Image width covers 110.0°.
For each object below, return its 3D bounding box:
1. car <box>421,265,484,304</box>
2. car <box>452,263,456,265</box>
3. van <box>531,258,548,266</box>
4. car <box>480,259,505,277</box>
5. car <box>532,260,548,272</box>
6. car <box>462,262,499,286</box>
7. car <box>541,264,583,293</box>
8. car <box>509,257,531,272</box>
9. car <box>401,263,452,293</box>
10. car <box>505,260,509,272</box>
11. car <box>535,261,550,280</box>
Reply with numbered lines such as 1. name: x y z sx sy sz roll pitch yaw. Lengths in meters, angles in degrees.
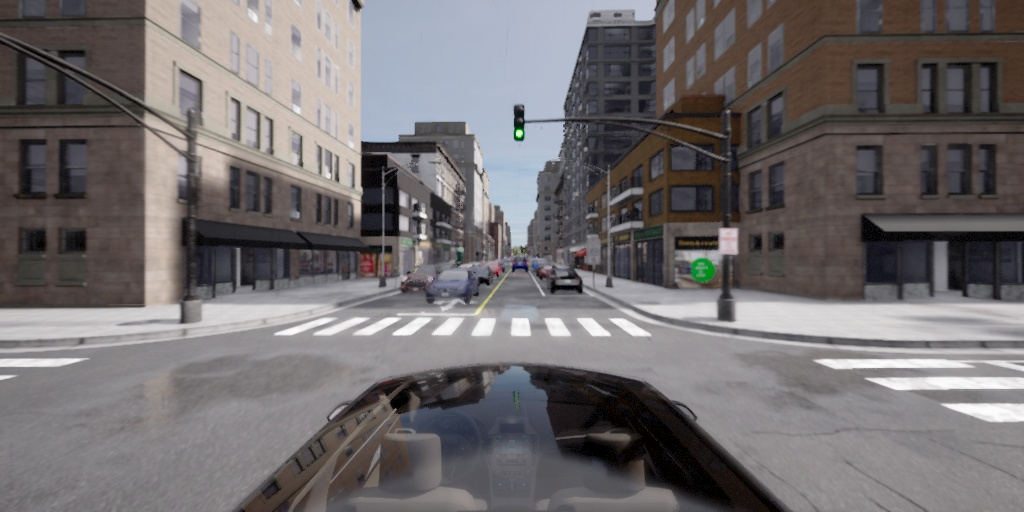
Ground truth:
1. car: -2.630 1.320 16.968 1.812 1.442 4.674 0 0 2
2. car: -4.917 1.260 26.509 1.967 1.591 4.097 0 0 1
3. van: 3.506 1.203 42.842 1.690 1.789 3.998 0 0 1
4. car: -2.095 1.324 36.592 1.882 1.535 5.008 0 0 2
5. car: 3.372 1.411 37.333 1.948 1.339 4.313 0 0 1
6. car: -2.368 1.366 26.644 2.033 1.411 5.357 0 0 2
7. car: 2.972 1.366 20.805 1.948 1.339 4.313 0 0 1
8. car: 1.086 1.102 47.701 2.150 2.045 5.566 0 0 2
9. car: -5.050 1.246 21.000 1.967 1.591 4.097 0 0 1
10. car: -1.793 1.479 46.608 1.895 1.301 4.718 0 0 1
11. car: 3.239 1.411 31.824 1.802 1.307 4.207 0 0 1
